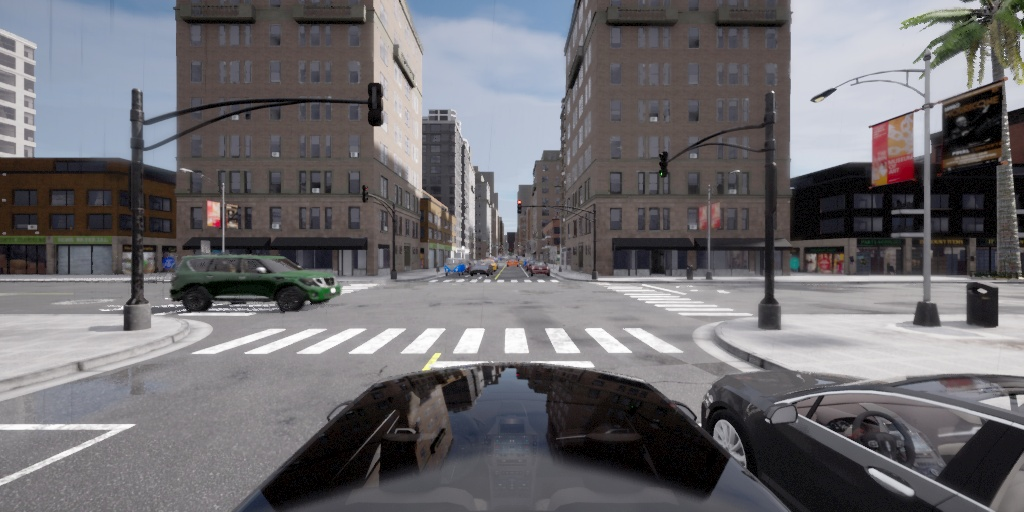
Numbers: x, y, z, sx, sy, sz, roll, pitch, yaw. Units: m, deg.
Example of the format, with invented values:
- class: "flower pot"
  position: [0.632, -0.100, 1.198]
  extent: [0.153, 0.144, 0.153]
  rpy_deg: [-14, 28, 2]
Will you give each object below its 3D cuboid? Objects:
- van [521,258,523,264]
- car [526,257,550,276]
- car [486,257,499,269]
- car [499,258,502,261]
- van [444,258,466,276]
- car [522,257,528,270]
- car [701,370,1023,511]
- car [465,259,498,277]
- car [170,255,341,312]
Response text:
- class: "van"
  position: [2.799, 1.094, 59.076]
  extent: [1.690, 1.789, 3.998]
  rpy_deg: [0, 0, 0]
- class: "car"
  position: [2.743, 1.192, 36.399]
  extent: [1.967, 1.591, 4.097]
  rpy_deg: [0, 0, 0]
- class: "car"
  position: [-3.001, 1.231, 46.309]
  extent: [1.882, 1.535, 5.008]
  rpy_deg: [0, 0, 0]
- class: "car"
  position: [-2.968, 1.354, 56.228]
  extent: [1.895, 1.301, 4.718]
  rpy_deg: [0, 0, 0]
- class: "van"
  position: [-5.782, 1.093, 36.418]
  extent: [1.690, 1.789, 3.998]
  rpy_deg: [0, 0, 0]
- class: "car"
  position: [2.771, 1.193, 47.737]
  extent: [1.967, 1.591, 4.097]
  rpy_deg: [0, 0, 0]
- class: "car"
  position: [2.668, 1.300, 1.749]
  extent: [2.007, 1.370, 4.403]
  rpy_deg: [0, 0, 0]
- class: "car"
  position: [-2.997, 1.300, 36.608]
  extent: [2.033, 1.411, 5.357]
  rpy_deg: [0, 0, 4]
- class: "car"
  position: [-9.589, 0.963, 13.632]
  extent: [5.566, 2.045, 2.150]
  rpy_deg: [0, 0, 0]
